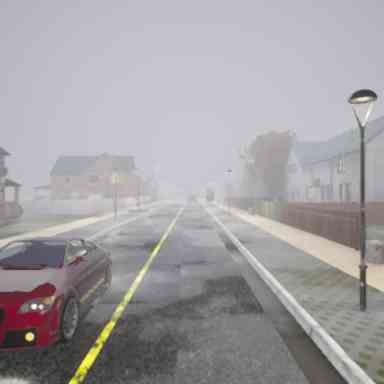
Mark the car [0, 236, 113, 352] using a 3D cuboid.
[{"bbox_3d":[-2.842,1.565,6.278,1.994,1.385,4.181,0,0,-1],"label":"car"}]

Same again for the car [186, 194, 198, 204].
[{"bbox_3d":[-0.012,1.422,70.650,2.150,2.045,5.566,0,0,0],"label":"car"}]
